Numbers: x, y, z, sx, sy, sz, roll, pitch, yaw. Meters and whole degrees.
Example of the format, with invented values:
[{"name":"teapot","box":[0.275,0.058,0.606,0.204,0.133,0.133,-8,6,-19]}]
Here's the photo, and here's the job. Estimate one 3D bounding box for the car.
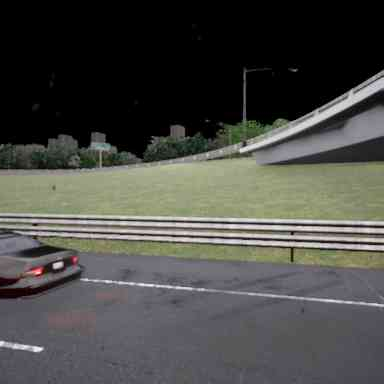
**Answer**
[{"name":"car","box":[-5.156,1.565,7.576,5.357,1.411,2.033,0,0,17]}]
